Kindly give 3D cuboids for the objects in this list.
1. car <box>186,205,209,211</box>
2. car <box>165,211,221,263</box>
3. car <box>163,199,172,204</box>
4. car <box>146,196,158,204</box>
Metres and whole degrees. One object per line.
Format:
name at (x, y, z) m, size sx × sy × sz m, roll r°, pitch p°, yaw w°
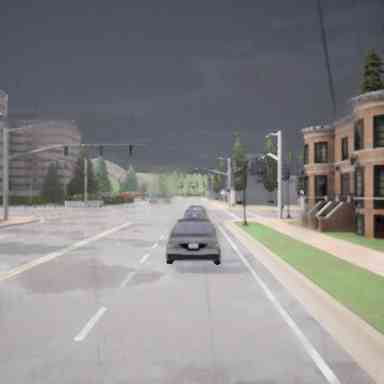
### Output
car at (0.391, 1.812, 27.367) m, size 2.033 × 1.411 × 5.357 m, roll 0°, pitch -1°, yaw 5°
car at (0.078, 1.668, 12.378) m, size 2.033 × 1.411 × 5.357 m, roll 0°, pitch -1°, yaw 1°
car at (-6.066, 2.390, 82.697) m, size 1.895 × 1.301 × 4.718 m, roll 0°, pitch -1°, yaw 1°
car at (-9.566, 2.390, 82.740) m, size 1.895 × 1.301 × 4.718 m, roll 0°, pitch -1°, yaw 1°
